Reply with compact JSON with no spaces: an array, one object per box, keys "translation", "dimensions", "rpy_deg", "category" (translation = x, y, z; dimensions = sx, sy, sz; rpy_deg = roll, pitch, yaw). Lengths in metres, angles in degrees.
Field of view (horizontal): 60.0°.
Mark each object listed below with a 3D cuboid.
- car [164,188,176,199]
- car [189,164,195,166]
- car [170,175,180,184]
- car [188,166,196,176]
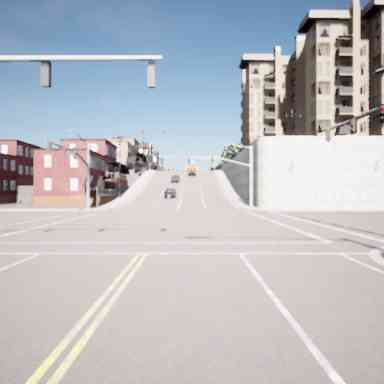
[{"translation":[-3.557,0.169,54.301],"dimensions":[2.128,1.511,4.902],"rpy_deg":[0,8,0],"category":"car"},{"translation":[0.006,-6.497,87.856],"dimensions":[2.097,1.767,4.553],"rpy_deg":[0,6,0],"category":"car"},{"translation":[-3.495,-2.791,69.724],"dimensions":[2.033,1.411,5.357],"rpy_deg":[0,13,0],"category":"car"},{"translation":[0.005,-4.551,77.993],"dimensions":[1.895,1.301,4.718],"rpy_deg":[0,12,0],"category":"car"}]
